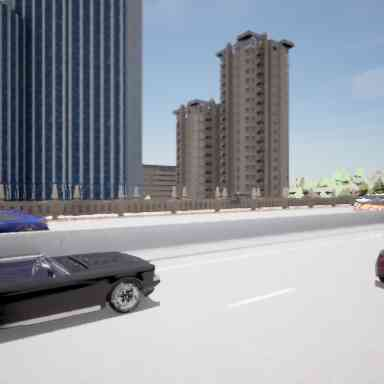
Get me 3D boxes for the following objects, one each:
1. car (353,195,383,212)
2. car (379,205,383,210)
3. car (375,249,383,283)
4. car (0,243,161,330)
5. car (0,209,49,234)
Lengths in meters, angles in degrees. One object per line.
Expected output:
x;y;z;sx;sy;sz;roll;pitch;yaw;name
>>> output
15.525;1.360;27.960;4.553;1.767;2.097;0;0;-35;car
11.626;1.493;16.340;4.902;1.511;2.128;0;0;-36;car
6.451;1.564;8.348;4.181;1.385;1.994;0;0;-36;car
-2.960;1.601;5.935;4.718;1.301;1.895;0;0;-35;car
-8.901;1.526;14.840;4.674;1.442;1.812;0;0;-35;car
